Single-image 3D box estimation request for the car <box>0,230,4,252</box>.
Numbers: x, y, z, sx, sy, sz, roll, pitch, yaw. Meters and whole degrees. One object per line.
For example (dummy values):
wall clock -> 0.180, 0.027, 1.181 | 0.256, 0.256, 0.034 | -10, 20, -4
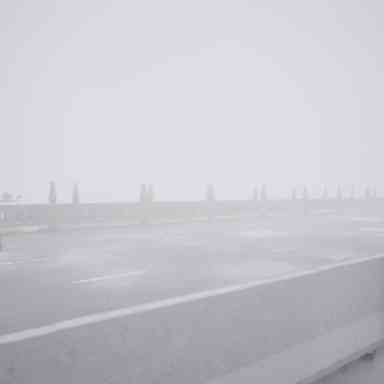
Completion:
car -> -8.514, 1.566, 10.811 | 4.181, 1.385, 1.994 | 0, 0, -35
